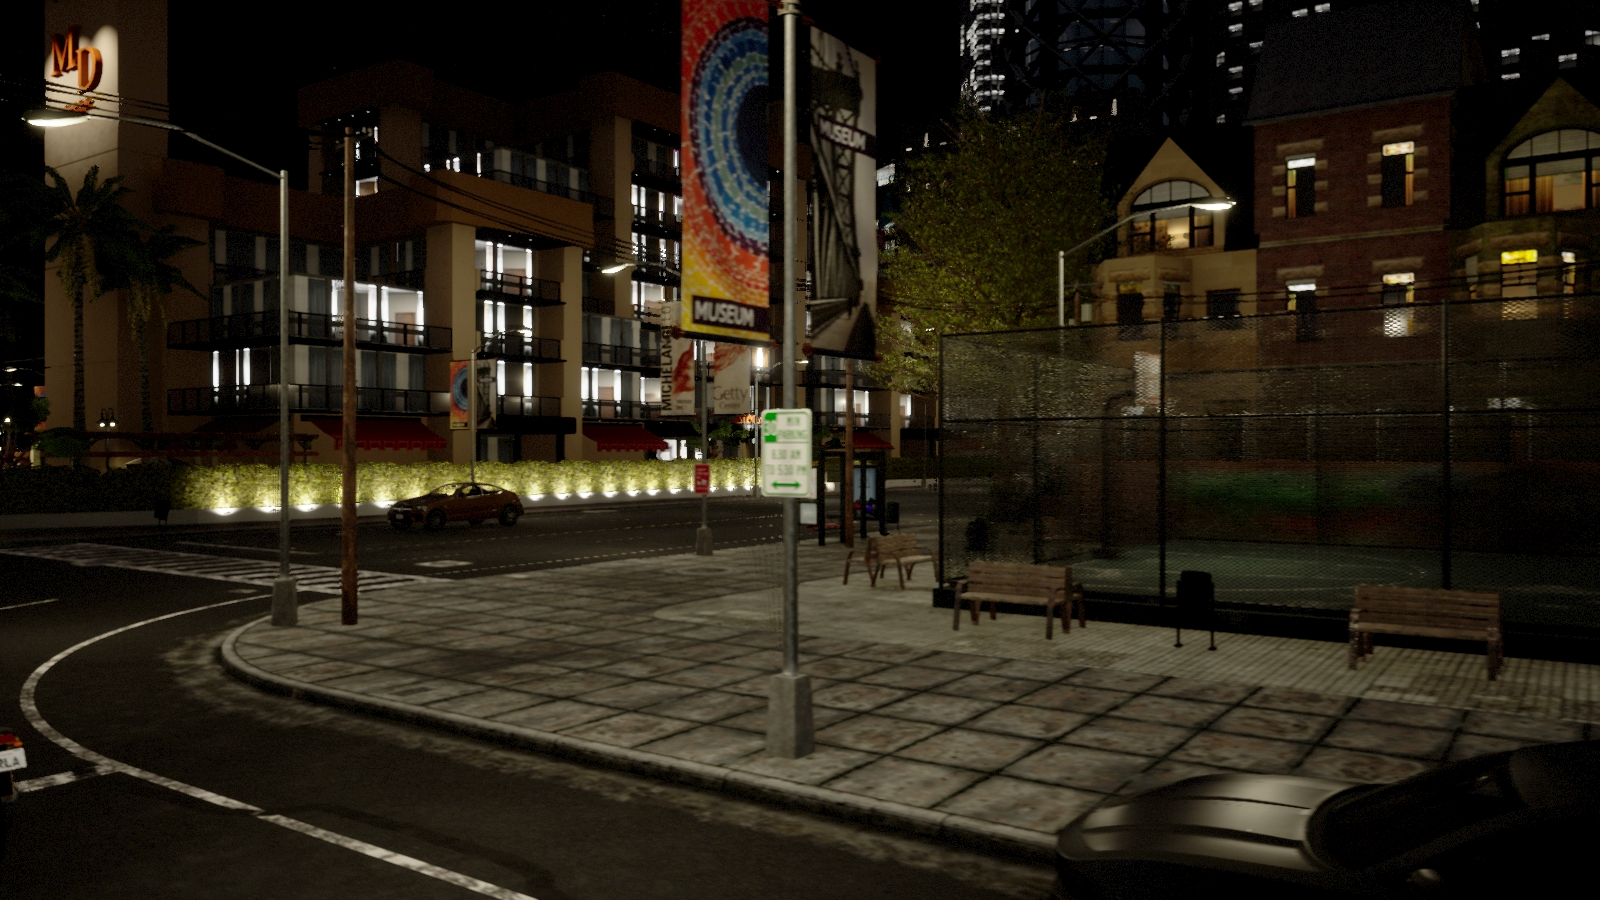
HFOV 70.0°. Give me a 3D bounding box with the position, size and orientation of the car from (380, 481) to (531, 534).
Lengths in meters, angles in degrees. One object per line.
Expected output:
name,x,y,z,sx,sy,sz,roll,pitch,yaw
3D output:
car,-12.421,2.017,41.560,2.152,1.651,5.027,0,0,34

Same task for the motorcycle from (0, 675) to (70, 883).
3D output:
motorcycle,-5.990,2.221,7.962,2.033,1.145,0.803,0,0,35

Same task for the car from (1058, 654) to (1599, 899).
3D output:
car,3.707,1.752,1.175,6.274,2.098,2.390,0,0,35
